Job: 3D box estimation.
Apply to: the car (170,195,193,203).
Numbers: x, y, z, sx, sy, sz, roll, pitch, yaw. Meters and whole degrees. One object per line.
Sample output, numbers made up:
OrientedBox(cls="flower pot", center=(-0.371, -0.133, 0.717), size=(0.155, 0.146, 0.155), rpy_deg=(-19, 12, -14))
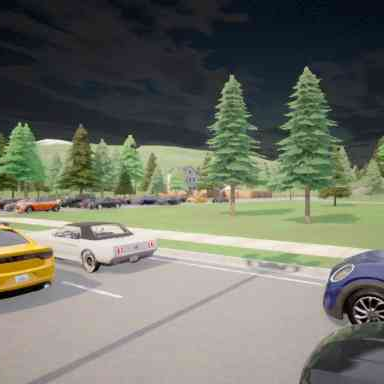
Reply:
OrientedBox(cls="car", center=(-2.169, 1.492, 67.967), size=(2.128, 1.511, 4.902), rpy_deg=(0, 0, 37))

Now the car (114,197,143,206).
OrientedBox(cls="car", center=(-10.709, 1.601, 56.386), size=(1.895, 1.301, 4.718), rpy_deg=(0, 0, 36))

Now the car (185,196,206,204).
OrientedBox(cls="car", center=(0.867, 1.477, 66.222), size=(1.882, 1.535, 5.008), rpy_deg=(0, 0, 37))

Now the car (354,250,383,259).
OrientedBox(cls="car", center=(4.480, 1.352, 5.081), size=(4.553, 1.767, 2.097), rpy_deg=(0, 0, 36))

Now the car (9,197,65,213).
OrientedBox(cls="car", center=(-16.796, 1.352, 36.163), size=(2.097, 1.767, 4.553), rpy_deg=(0, 0, 36))

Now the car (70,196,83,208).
OrientedBox(cls="car", center=(-14.089, 1.564, 45.825), size=(1.994, 1.385, 4.181), rpy_deg=(0, 0, 36))

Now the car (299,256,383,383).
OrientedBox(cls="car", center=(3.085, 1.505, 1.775), size=(4.892, 1.490, 1.837), rpy_deg=(0, 0, 35))

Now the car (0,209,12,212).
OrientedBox(cls="car", center=(-10.861, 1.601, 16.006), size=(4.718, 1.301, 1.895), rpy_deg=(0, 0, 35))

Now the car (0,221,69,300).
OrientedBox(cls="car", center=(-5.235, 1.478, 7.708), size=(5.008, 1.535, 1.882), rpy_deg=(0, 0, 35))

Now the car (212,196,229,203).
OrientedBox(cls="car", center=(5.724, 1.569, 66.884), size=(1.994, 1.385, 4.181), rpy_deg=(0, 0, 36))

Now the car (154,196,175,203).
OrientedBox(cls="car", center=(-5.655, 1.525, 69.100), size=(1.812, 1.442, 4.674), rpy_deg=(0, 0, 36))

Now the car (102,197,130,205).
OrientedBox(cls="car", center=(-13.302, 1.601, 58.759), size=(1.895, 1.301, 4.718), rpy_deg=(0, 0, 36))

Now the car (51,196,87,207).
OrientedBox(cls="car", center=(-18.862, 1.478, 51.156), size=(1.882, 1.535, 5.008), rpy_deg=(0, 0, 36))

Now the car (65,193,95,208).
OrientedBox(cls="car", center=(-16.508, 1.221, 48.444), size=(2.150, 2.045, 5.566), rpy_deg=(0, 0, 36))

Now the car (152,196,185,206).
OrientedBox(cls="car", center=(-3.781, 1.505, 54.008), size=(1.837, 1.490, 4.892), rpy_deg=(0, 0, 36))

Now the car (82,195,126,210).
OrientedBox(cls="car", center=(-11.418, 1.505, 43.550), size=(1.837, 1.490, 4.892), rpy_deg=(0, 0, 36))

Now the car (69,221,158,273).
OrientedBox(cls="car", center=(-3.453, 1.601, 10.738), size=(4.718, 1.301, 1.895), rpy_deg=(0, 0, 35))

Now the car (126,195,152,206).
OrientedBox(cls="car", center=(-7.892, 1.351, 54.314), size=(2.097, 1.767, 4.553), rpy_deg=(0, 0, 36))

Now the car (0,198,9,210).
OrientedBox(cls="car", center=(-19.245, 1.526, 38.758), size=(1.812, 1.442, 4.674), rpy_deg=(0, 0, 36))
